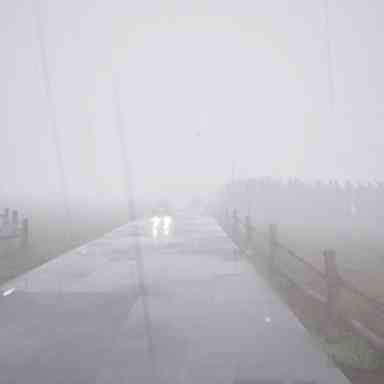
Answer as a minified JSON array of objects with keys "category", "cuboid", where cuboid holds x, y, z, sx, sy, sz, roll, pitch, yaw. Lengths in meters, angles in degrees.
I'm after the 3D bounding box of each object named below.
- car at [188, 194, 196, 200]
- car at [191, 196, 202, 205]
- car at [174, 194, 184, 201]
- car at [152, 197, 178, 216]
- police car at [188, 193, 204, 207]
[{"category":"car","cuboid":[-0.035,1.262,84.839,1.882,1.535,5.008,0,0,0]},{"category":"car","cuboid":[0.799,1.489,60.541,1.837,1.490,4.892,0,0,0]},{"category":"car","cuboid":[-2.781,1.239,73.523,1.837,1.490,4.892,0,0,0]},{"category":"car","cuboid":[-2.857,1.514,32.966,2.128,1.511,4.902,0,0,0]},{"category":"police car","cuboid":[0.804,1.428,50.651,1.930,1.638,5.238,0,0,0]}]
